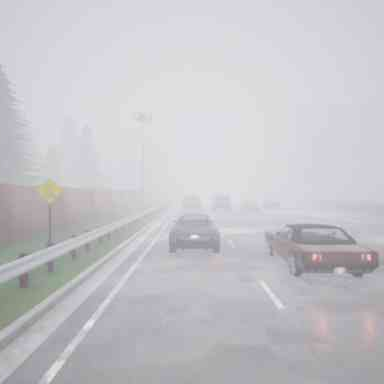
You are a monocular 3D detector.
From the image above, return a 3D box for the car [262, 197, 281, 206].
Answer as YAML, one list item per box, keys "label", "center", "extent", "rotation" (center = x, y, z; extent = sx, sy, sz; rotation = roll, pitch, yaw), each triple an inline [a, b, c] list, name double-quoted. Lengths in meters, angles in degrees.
- label: "car"
  center: [13.852, 1.658, 58.363]
  extent: [2.033, 1.411, 5.357]
  rotation: [0, 0, 0]

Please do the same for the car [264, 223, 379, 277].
- label: "car"
  center: [3.597, 1.620, 10.286]
  extent: [1.895, 1.301, 4.718]
  rotation: [0, 0, 0]

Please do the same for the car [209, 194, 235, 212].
- label: "car"
  center: [3.479, 1.303, 39.912]
  extent: [2.150, 2.045, 5.566]
  rotation: [0, 0, 0]

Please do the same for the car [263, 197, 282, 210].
- label: "car"
  center: [10.457, 1.609, 44.050]
  extent: [1.812, 1.442, 4.674]
  rotation: [0, 0, 0]

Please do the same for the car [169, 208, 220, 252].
- label: "car"
  center: [0.096, 1.592, 14.023]
  extent: [1.994, 1.385, 4.181]
  rotation: [0, 0, 0]

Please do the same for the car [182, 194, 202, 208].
- label: "car"
  center: [-0.017, 1.304, 39.382]
  extent: [2.150, 2.045, 5.566]
  rotation: [0, 0, 0]

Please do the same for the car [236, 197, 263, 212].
- label: "car"
  center: [6.986, 1.643, 40.874]
  extent: [1.994, 1.385, 4.181]
  rotation: [0, 0, 0]
